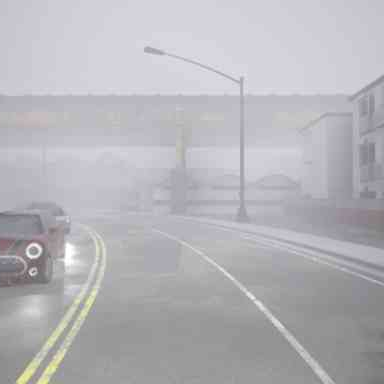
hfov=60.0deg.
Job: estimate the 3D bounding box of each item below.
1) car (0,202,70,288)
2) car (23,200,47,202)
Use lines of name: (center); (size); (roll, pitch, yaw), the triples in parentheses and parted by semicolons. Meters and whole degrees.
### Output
car: (-4.861, 1.338, 9.281); (2.097, 1.767, 4.553); (0, 0, -14)
car: (-10.721, 1.431, 24.195); (1.882, 1.535, 5.008); (1, -1, -34)
